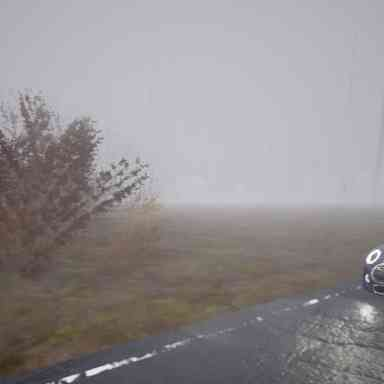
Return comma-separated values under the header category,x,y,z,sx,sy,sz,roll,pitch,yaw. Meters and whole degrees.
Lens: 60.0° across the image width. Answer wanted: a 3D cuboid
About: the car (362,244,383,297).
category,x,y,z,sx,sy,sz,roll,pitch,yaw
car,5.921,1.409,7.687,4.553,1.767,2.097,0,0,-36
